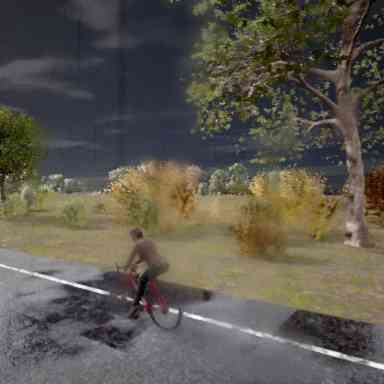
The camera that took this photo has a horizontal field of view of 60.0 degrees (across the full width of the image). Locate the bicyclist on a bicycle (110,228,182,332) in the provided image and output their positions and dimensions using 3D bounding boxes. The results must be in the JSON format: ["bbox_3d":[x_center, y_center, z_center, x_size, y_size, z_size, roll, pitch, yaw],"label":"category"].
[{"bbox_3d":[-0.833,1.451,5.651,1.656,1.620,0.582,0,0,35],"label":"bicyclist on a bicycle"}]
